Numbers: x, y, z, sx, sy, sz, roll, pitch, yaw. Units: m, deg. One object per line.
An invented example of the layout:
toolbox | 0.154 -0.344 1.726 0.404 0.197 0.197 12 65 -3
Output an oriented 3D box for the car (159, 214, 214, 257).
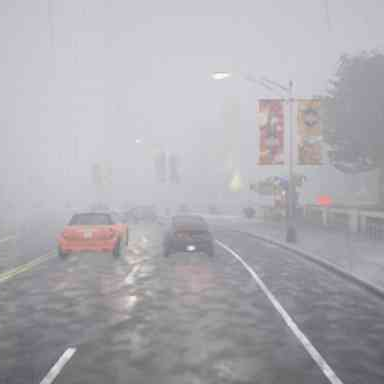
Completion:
car | -0.286 1.665 13.766 1.837 1.490 4.892 0 0 -6

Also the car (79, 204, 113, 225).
car | -8.281 1.831 28.451 1.837 1.490 4.892 0 0 -28

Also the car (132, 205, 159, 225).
car | -4.633 1.879 29.086 2.033 1.411 5.357 0 -1 -27

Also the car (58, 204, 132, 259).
car | -3.777 1.506 13.496 2.097 1.767 4.553 0 -1 -6
